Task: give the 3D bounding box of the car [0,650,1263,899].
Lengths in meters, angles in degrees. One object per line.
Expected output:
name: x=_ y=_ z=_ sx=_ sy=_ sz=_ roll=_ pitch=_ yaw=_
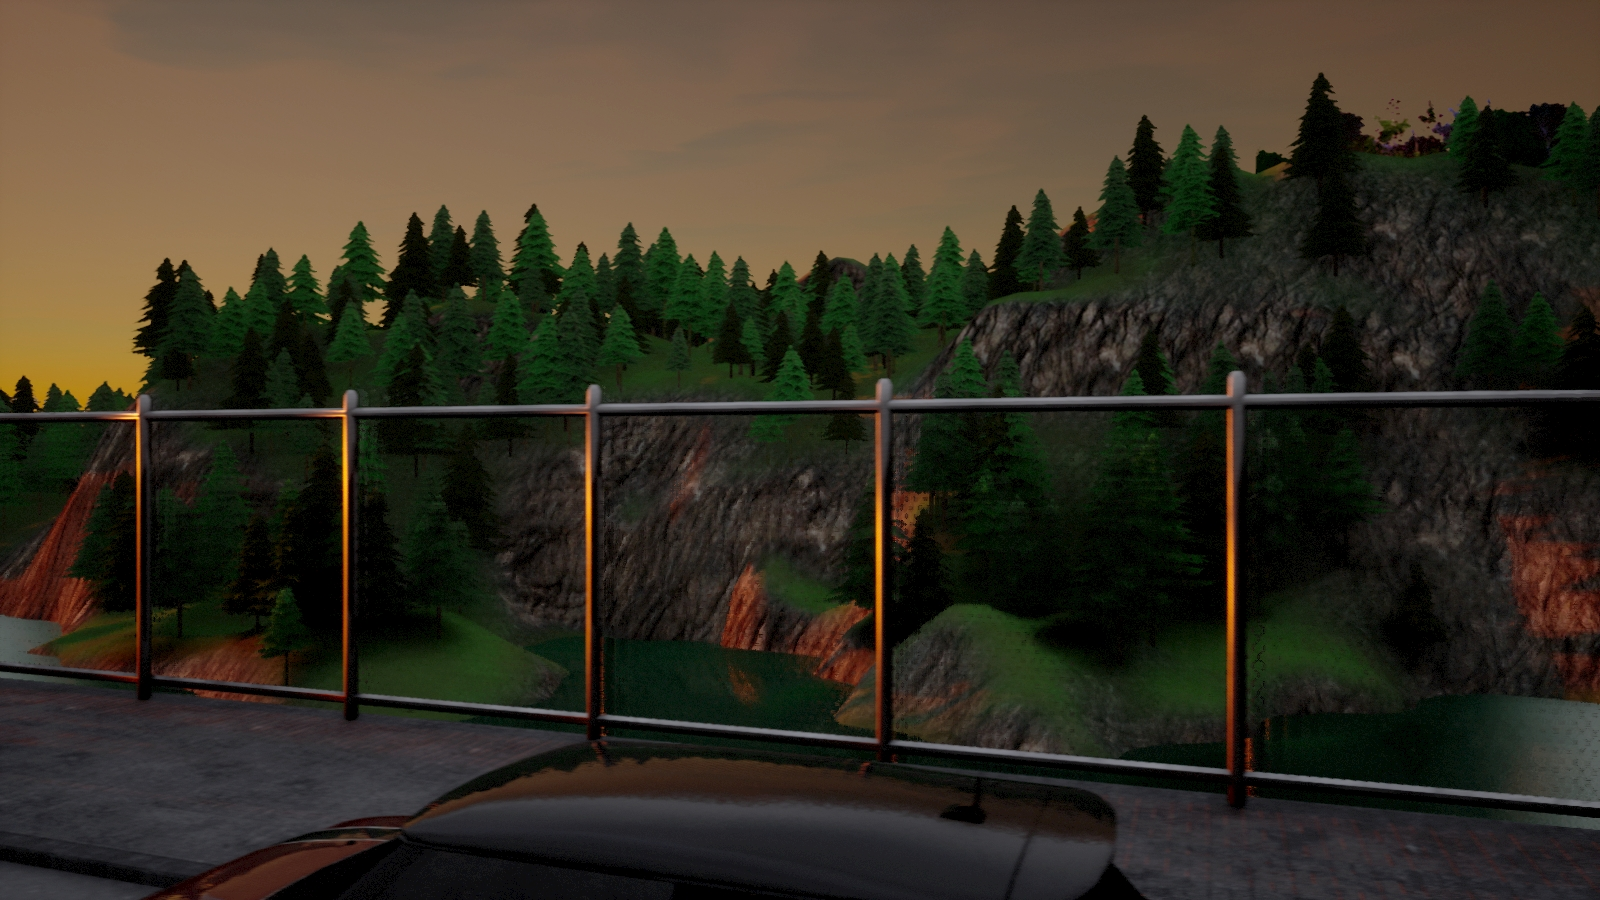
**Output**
car: x=-0.840 y=1.905 z=4.077 sx=4.553 sy=1.767 sz=2.097 roll=0 pitch=0 yaw=19
